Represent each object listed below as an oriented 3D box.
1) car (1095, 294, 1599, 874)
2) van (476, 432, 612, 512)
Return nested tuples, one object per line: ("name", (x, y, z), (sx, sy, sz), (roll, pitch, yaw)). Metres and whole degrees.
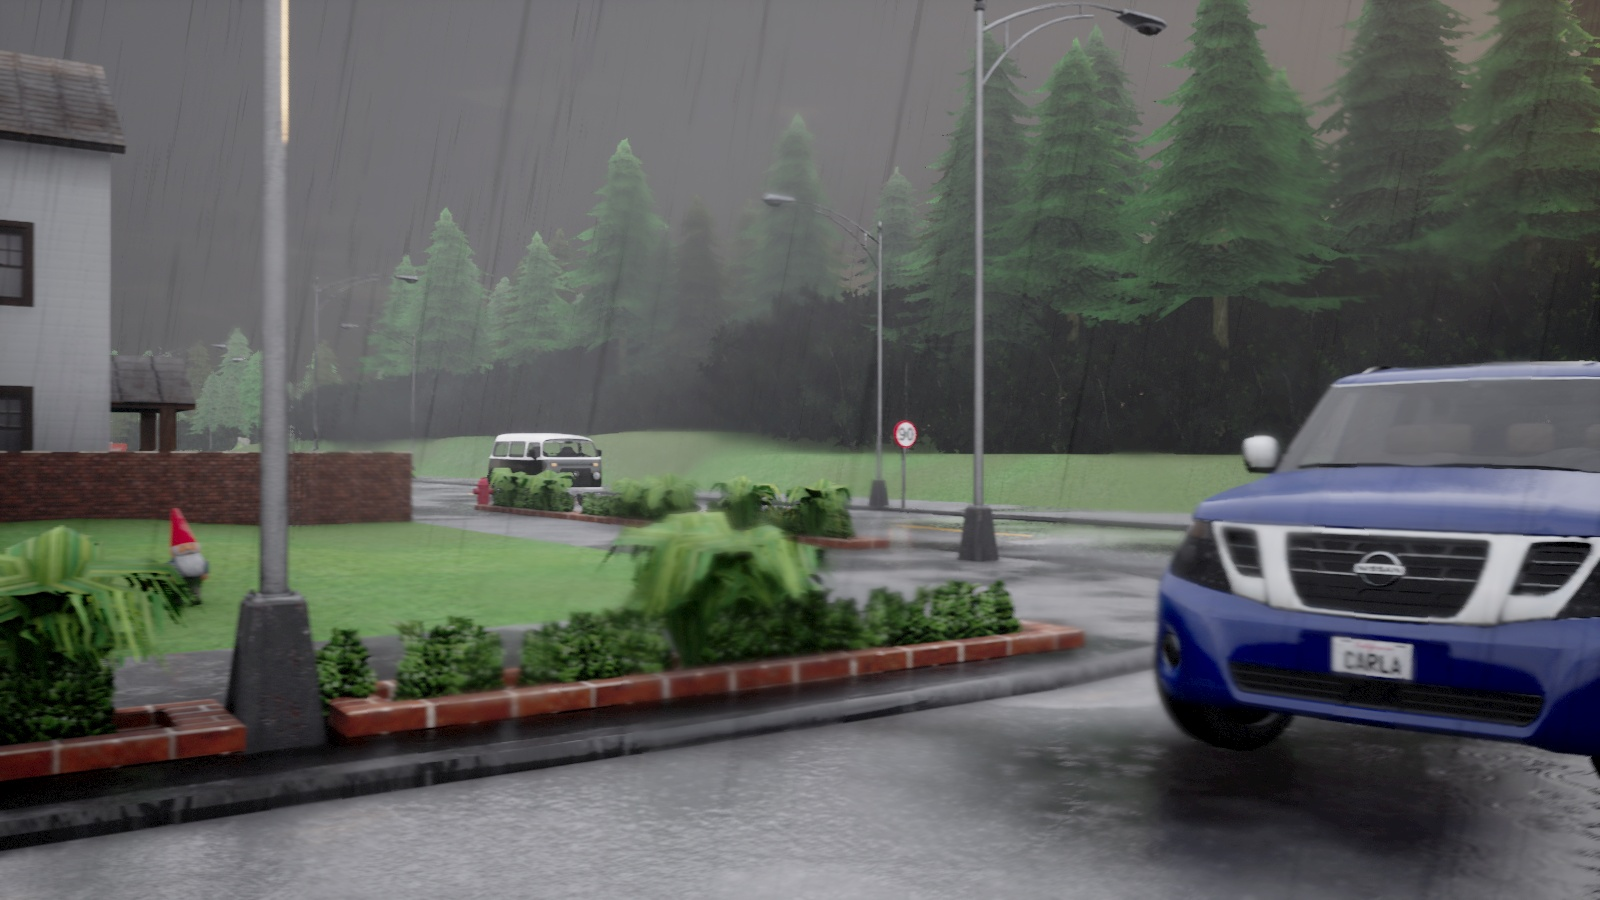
("car", (3.920, 0.474, 7.122), (2.150, 2.045, 5.566), (0, 0, 39))
("van", (-7.145, 0.569, 34.709), (2.069, 2.038, 4.480), (0, 0, -35))
